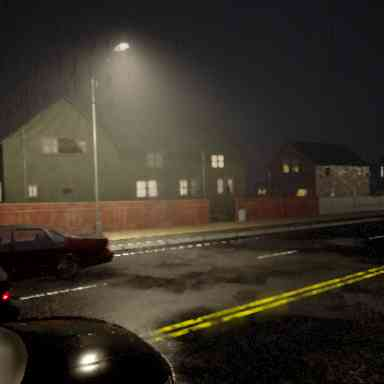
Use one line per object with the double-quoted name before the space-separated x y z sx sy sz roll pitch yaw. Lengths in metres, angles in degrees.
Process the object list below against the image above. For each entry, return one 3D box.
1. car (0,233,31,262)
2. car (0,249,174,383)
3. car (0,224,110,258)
"car" -5.111 1.559 4.033 5.357 1.411 2.033 0 0 -35
"car" -2.336 1.497 1.774 4.902 1.511 2.128 0 0 -35
"car" -4.715 1.543 8.306 5.357 1.411 2.033 0 0 -35
